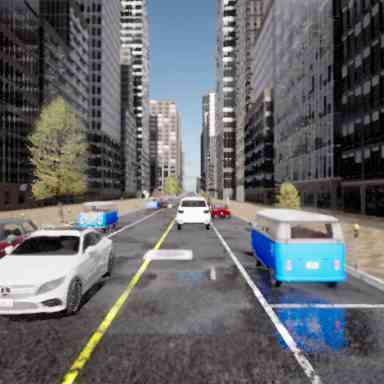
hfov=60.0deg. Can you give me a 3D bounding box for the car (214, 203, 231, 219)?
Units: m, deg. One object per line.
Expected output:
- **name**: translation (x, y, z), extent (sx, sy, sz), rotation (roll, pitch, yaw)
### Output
- **car**: translation (2.682, 1.790, 31.927), extent (1.887, 1.381, 4.507), rotation (0, 0, 0)

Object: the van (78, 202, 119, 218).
- **van**: translation (-5.697, 1.500, 20.591), extent (1.690, 1.788, 3.998), rotation (0, 0, 0)

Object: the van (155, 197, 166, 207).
- **van**: translation (-5.704, 1.788, 60.268), extent (1.690, 1.788, 3.998), rotation (0, 0, 0)

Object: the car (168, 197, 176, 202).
- **car**: translation (-5.710, 2.238, 94.275), extent (1.947, 1.339, 4.313), rotation (0, 0, 0)

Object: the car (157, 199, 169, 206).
- **car**: translation (-5.705, 2.030, 65.934), extent (1.887, 1.381, 4.507), rotation (0, 0, 0)

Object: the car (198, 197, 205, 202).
- **car**: translation (2.670, 2.217, 94.276), extent (1.887, 1.381, 4.507), rotation (0, 0, 0)

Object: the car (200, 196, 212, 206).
- **car**: translation (2.676, 1.801, 65.937), extent (2.192, 1.841, 5.009), rotation (0, 0, 0)

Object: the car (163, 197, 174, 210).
- **car**: translation (-3.092, 1.862, 49.366), extent (2.128, 1.511, 4.902), rotation (0, 0, 0)

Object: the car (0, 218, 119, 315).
- **car**: translation (-3.091, 1.587, 7.807), extent (1.812, 1.442, 4.674), rotation (0, 0, 0)

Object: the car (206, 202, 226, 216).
- **car**: translation (2.681, 1.853, 37.595), extent (1.947, 1.339, 4.313), rotation (0, 0, 0)

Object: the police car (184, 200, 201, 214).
- **police car**: translation (0.091, 1.822, 41.532), extent (2.038, 1.542, 4.974), rotation (0, 0, 0)

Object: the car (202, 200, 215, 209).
- **car**: translation (2.678, 1.990, 54.599), extent (1.802, 1.307, 4.206), rotation (0, 0, 0)

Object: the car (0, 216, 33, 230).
- **car**: translation (-5.695, 1.513, 9.255), extent (1.967, 1.590, 4.097), rotation (0, 0, 0)

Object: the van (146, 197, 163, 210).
- **van**: translation (-5.702, 1.710, 48.932), extent (1.690, 1.788, 3.998), rotation (0, 0, 0)

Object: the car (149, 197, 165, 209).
- **car**: translation (-5.703, 1.723, 54.600), extent (2.192, 1.841, 5.009), rotation (0, 0, 0)

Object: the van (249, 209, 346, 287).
- **van**: translation (2.685, 1.414, 9.256), extent (1.690, 1.788, 3.998), rotation (0, 0, 0)

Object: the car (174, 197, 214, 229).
- **car**: translation (0.101, 1.401, 23.188), extent (2.150, 2.045, 5.566), rotation (0, 0, 0)
